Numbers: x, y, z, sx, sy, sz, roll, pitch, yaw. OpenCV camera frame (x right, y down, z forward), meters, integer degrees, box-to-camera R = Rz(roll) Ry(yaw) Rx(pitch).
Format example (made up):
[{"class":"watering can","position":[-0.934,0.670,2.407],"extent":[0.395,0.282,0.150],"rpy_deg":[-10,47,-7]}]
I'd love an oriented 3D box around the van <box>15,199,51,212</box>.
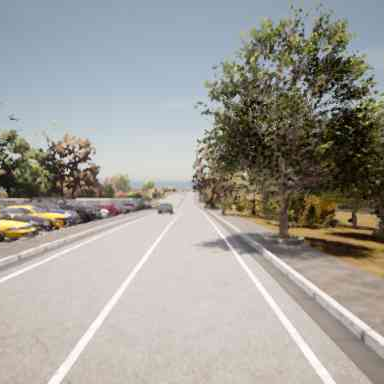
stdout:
[{"class":"van","position":[-23.299,1.976,48.837],"extent":[4.442,1.987,1.878],"rpy_deg":[0,-1,0]}]

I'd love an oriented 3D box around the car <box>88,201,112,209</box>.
[{"class":"car","position":[-23.383,3.235,84.812],"extent":[5.566,2.045,2.435],"rpy_deg":[0,-2,0]}]

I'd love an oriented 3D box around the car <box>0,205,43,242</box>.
[{"class":"car","position":[-10.155,1.525,15.376],"extent":[5.366,1.575,1.946],"rpy_deg":[0,-1,0]}]

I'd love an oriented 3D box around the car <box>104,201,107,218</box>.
[{"class":"car","position":[-10.368,1.808,29.239],"extent":[4.792,1.488,2.163],"rpy_deg":[0,-1,0]}]

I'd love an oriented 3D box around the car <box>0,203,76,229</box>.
[{"class":"car","position":[-10.346,1.609,20.917],"extent":[5.008,1.535,2.097],"rpy_deg":[0,-1,0]}]

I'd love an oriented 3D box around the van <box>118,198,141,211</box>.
[{"class":"van","position":[-10.219,1.973,48.673],"extent":[4.442,1.987,1.878],"rpy_deg":[0,-1,0]}]

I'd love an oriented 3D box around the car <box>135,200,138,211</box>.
[{"class":"car","position":[-10.339,2.178,45.892],"extent":[4.674,1.452,2.002],"rpy_deg":[0,-1,0]}]

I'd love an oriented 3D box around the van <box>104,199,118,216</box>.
[{"class":"van","position":[-10.455,1.673,34.795],"extent":[4.442,1.987,1.878],"rpy_deg":[0,-1,0]}]

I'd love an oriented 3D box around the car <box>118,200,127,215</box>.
[{"class":"car","position":[-10.343,1.958,37.566],"extent":[5.008,1.535,2.097],"rpy_deg":[0,-1,0]}]

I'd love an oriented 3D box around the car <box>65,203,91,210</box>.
[{"class":"car","position":[-23.411,2.900,68.192],"extent":[4.674,1.452,2.002],"rpy_deg":[0,-2,0]}]

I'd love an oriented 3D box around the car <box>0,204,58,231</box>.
[{"class":"car","position":[-10.346,1.566,18.145],"extent":[4.892,1.521,2.231],"rpy_deg":[0,-1,0]}]

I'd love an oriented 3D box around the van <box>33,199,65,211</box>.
[{"class":"van","position":[-23.298,2.108,54.227],"extent":[4.442,1.987,1.878],"rpy_deg":[0,-2,0]}]

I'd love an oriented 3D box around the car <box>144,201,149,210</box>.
[{"class":"car","position":[-10.364,2.082,54.209],"extent":[5.566,2.045,2.435],"rpy_deg":[0,-2,0]}]

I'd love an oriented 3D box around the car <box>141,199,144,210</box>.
[{"class":"car","position":[-10.365,2.288,51.449],"extent":[4.792,1.488,2.163],"rpy_deg":[0,-2,0]}]

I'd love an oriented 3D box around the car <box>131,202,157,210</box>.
[{"class":"car","position":[-10.147,2.957,70.845],"extent":[5.366,1.575,1.946],"rpy_deg":[0,-2,0]}]

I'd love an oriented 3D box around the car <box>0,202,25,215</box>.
[{"class":"car","position":[-23.411,2.023,40.525],"extent":[4.892,1.521,2.231],"rpy_deg":[0,-1,0]}]

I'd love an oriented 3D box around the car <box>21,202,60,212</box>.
[{"class":"car","position":[-23.421,2.261,51.602],"extent":[5.008,1.535,2.097],"rpy_deg":[0,-1,0]}]

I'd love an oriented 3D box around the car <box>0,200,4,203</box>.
[{"class":"car","position":[-23.412,1.962,37.755],"extent":[5.008,1.535,2.097],"rpy_deg":[0,-1,0]}]

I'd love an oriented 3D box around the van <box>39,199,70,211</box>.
[{"class":"van","position":[-23.531,2.217,57.128],"extent":[4.442,1.987,1.878],"rpy_deg":[0,-2,0]}]

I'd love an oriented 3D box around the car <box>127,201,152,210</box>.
[{"class":"car","position":[-10.302,2.626,65.301],"extent":[4.553,1.767,2.185],"rpy_deg":[0,-2,0]}]

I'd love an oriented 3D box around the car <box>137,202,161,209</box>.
[{"class":"car","position":[-10.146,3.271,79.167],"extent":[5.366,1.575,1.946],"rpy_deg":[0,-2,0]}]

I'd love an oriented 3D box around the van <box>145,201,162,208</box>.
[{"class":"van","position":[-10.447,3.467,90.273],"extent":[4.442,1.987,1.878],"rpy_deg":[0,-2,0]}]

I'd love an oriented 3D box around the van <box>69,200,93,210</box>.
[{"class":"van","position":[-23.529,2.734,70.844],"extent":[4.442,1.987,1.878],"rpy_deg":[0,-2,0]}]

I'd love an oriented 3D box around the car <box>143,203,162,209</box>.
[{"class":"car","position":[-10.301,3.617,87.489],"extent":[4.792,1.488,2.163],"rpy_deg":[0,-2,0]}]

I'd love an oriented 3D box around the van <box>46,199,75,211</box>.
[{"class":"van","position":[-23.531,2.317,59.771],"extent":[4.442,1.987,1.878],"rpy_deg":[0,-2,0]}]

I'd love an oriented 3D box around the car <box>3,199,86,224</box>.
[{"class":"car","position":[-10.371,1.536,23.696],"extent":[4.553,1.767,2.185],"rpy_deg":[0,-1,0]}]

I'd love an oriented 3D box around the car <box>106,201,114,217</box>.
[{"class":"car","position":[-10.341,1.879,32.014],"extent":[4.674,1.452,2.002],"rpy_deg":[0,-1,0]}]

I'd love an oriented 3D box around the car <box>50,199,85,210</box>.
[{"class":"car","position":[-23.385,2.396,62.541],"extent":[5.566,2.045,2.435],"rpy_deg":[0,-2,0]}]

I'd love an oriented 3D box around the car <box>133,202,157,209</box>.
[{"class":"car","position":[-10.326,3.066,73.619],"extent":[4.892,1.521,2.231],"rpy_deg":[0,-2,0]}]

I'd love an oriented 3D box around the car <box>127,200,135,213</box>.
[{"class":"car","position":[-10.307,2.108,43.115],"extent":[4.792,1.488,2.163],"rpy_deg":[0,-1,0]}]

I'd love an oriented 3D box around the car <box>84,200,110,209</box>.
[{"class":"car","position":[-23.383,3.131,82.044],"extent":[5.566,2.045,2.435],"rpy_deg":[0,-2,0]}]

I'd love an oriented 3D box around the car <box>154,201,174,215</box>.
[{"class":"car","position":[-3.351,2.105,42.812],"extent":[1.837,1.490,4.892],"rpy_deg":[0,-2,0]}]

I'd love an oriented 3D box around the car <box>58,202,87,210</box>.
[{"class":"car","position":[-23.408,2.756,65.424],"extent":[5.008,1.535,2.097],"rpy_deg":[0,-2,0]}]

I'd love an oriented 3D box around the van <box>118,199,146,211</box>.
[{"class":"van","position":[-10.218,2.212,56.982],"extent":[4.442,1.987,1.878],"rpy_deg":[0,-2,0]}]

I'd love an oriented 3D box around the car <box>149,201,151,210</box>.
[{"class":"car","position":[-10.337,2.582,59.746],"extent":[4.674,1.452,2.002],"rpy_deg":[0,-2,0]}]

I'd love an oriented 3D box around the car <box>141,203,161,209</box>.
[{"class":"car","position":[-10.302,3.513,84.715],"extent":[4.792,1.488,2.163],"rpy_deg":[0,-2,0]}]

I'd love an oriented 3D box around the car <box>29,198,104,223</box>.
[{"class":"car","position":[-10.311,1.467,26.470],"extent":[5.566,2.045,2.435],"rpy_deg":[0,-1,0]}]

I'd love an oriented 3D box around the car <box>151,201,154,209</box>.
[{"class":"car","position":[-10.328,2.646,62.522],"extent":[5.008,1.535,2.097],"rpy_deg":[0,-2,0]}]

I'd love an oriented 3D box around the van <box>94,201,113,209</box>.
[{"class":"van","position":[-23.293,3.365,87.579],"extent":[4.442,1.987,1.878],"rpy_deg":[0,-2,0]}]

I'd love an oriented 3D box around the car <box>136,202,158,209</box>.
[{"class":"car","position":[-10.338,3.171,76.393],"extent":[4.892,1.521,2.231],"rpy_deg":[0,-2,0]}]
